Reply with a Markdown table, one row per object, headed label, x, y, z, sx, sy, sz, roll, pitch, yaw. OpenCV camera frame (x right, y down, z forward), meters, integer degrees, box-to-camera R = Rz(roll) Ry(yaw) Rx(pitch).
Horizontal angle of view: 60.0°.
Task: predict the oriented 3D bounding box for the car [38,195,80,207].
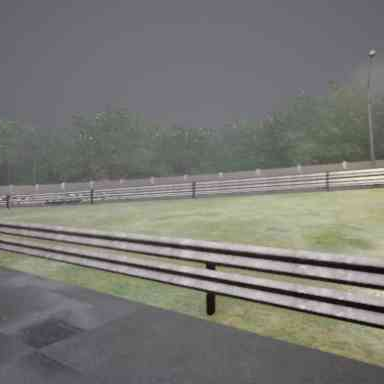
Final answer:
| label | x | y | z | sx | sy | sz | roll | pitch | yaw |
| --- | --- | --- | --- | --- | --- | --- | --- | --- | --- |
| car | -15.883 | 1.030 | 39.527 | 4.718 | 1.301 | 1.895 | -3 | -1 | 18 |
